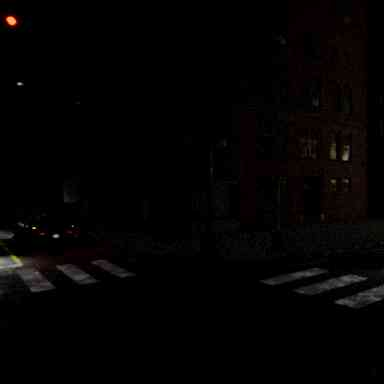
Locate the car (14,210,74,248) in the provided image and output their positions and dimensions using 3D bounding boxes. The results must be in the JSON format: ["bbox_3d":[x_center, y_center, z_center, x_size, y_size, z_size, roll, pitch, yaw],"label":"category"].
[{"bbox_3d":[-6.620,1.502,14.765,1.812,1.442,4.674,0,0,-36],"label":"car"}]
